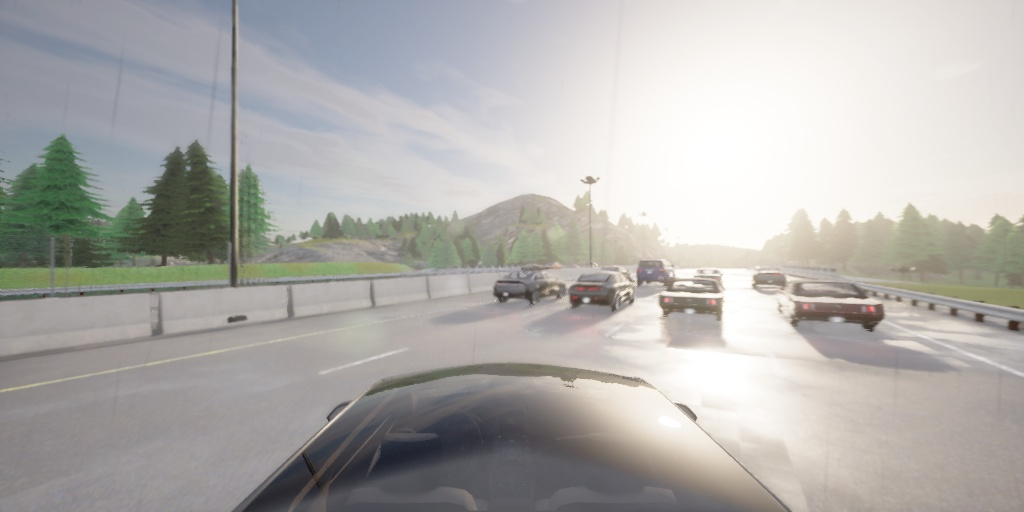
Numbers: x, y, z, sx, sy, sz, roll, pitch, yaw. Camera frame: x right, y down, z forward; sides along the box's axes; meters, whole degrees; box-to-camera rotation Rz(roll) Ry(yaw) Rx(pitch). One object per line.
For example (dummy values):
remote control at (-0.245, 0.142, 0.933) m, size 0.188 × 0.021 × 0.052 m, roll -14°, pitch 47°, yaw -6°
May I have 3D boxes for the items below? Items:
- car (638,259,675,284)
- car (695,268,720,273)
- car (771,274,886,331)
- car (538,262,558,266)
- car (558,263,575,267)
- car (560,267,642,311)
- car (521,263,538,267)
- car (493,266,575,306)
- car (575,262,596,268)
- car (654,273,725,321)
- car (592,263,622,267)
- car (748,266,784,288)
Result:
car at (11.001, 1.236, 27.390) m, size 2.150 × 2.045 × 5.566 m, roll -1°, pitch -1°, yaw 31°
car at (13.500, 1.512, 24.745) m, size 2.033 × 1.411 × 5.357 m, roll -1°, pitch -1°, yaw 31°
car at (9.730, 1.416, 11.390) m, size 1.895 × 1.301 × 4.718 m, roll -1°, pitch -1°, yaw 31°
car at (6.802, 1.854, 61.825) m, size 2.097 × 1.767 × 4.553 m, roll -1°, pitch -1°, yaw 31°
car at (9.906, 2.028, 60.214) m, size 1.994 × 1.385 × 4.181 m, roll -1°, pitch -1°, yaw 31°
car at (4.015, 1.410, 15.466) m, size 1.837 × 1.490 × 4.892 m, roll -1°, pitch 0°, yaw 31°
car at (3.250, 2.006, 62.692) m, size 1.882 × 1.535 × 5.008 m, roll -1°, pitch -1°, yaw 31°
car at (0.990, 1.436, 17.226) m, size 2.128 × 1.511 × 4.902 m, roll -1°, pitch -1°, yaw 31°
car at (12.399, 1.762, 57.585) m, size 2.097 × 1.767 × 4.553 m, roll -1°, pitch -1°, yaw 31°
car at (6.708, 1.459, 13.155) m, size 1.895 × 1.301 × 4.718 m, roll -1°, pitch -1°, yaw 31°
car at (8.599, 1.568, 30.177) m, size 1.837 × 1.490 × 4.892 m, roll -1°, pitch 0°, yaw 31°
car at (17.639, 1.433, 24.839) m, size 2.128 × 1.511 × 4.902 m, roll -1°, pitch -1°, yaw 31°
